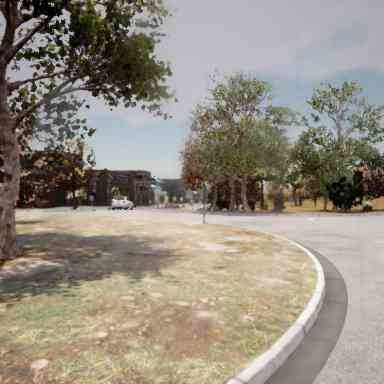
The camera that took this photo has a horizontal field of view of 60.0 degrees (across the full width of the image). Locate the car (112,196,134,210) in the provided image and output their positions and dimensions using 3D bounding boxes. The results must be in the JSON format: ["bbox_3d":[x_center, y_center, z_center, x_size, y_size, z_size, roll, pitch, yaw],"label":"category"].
[{"bbox_3d":[-10.304,1.782,49.944,2.150,2.045,5.566,0,-4,3],"label":"car"}]
